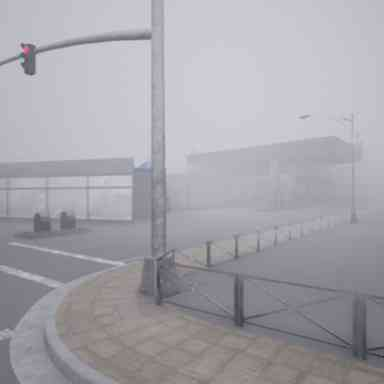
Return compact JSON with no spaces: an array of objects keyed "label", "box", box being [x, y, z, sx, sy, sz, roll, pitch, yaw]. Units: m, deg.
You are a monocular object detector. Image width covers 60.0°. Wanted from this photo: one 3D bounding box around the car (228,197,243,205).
[{"label":"car","box":[7.761,1.693,62.594,2.242,1.667,4.611,-1,0,36]}]
